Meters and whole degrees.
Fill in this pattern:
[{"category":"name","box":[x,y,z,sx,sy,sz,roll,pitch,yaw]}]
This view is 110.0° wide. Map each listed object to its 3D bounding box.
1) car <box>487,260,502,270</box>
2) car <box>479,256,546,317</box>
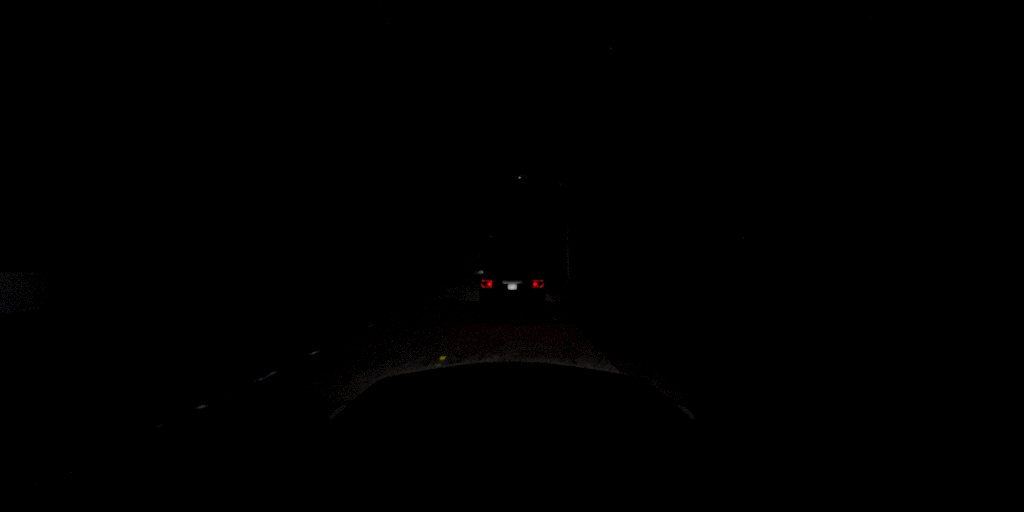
[{"category":"car","box":[-2.764,1.420,58.382,2.128,1.511,4.902,0,0,1]},{"category":"car","box":[0.036,1.015,13.453,2.150,2.045,5.566,0,0,1]}]
